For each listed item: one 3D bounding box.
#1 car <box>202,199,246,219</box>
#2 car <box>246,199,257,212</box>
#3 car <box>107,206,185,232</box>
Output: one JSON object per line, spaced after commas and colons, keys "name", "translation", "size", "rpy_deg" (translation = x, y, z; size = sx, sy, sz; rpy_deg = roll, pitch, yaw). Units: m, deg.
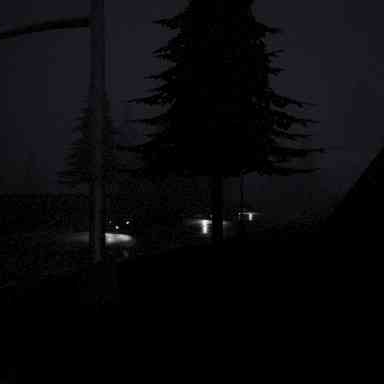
{"name": "car", "translation": [2.735, 1.547, 29.223], "size": [2.033, 1.411, 5.357], "rpy_deg": [0, 0, 26]}
{"name": "car", "translation": [6.507, 1.547, 38.959], "size": [2.033, 1.411, 5.357], "rpy_deg": [0, 0, 16]}
{"name": "car", "translation": [-2.587, 1.547, 20.357], "size": [2.033, 1.411, 5.357], "rpy_deg": [0, 0, 35]}
